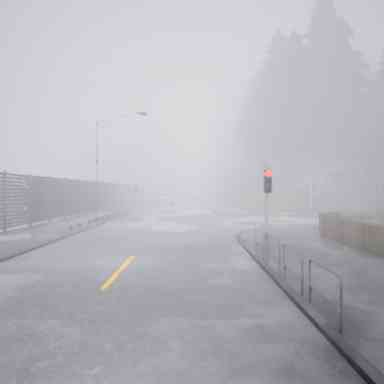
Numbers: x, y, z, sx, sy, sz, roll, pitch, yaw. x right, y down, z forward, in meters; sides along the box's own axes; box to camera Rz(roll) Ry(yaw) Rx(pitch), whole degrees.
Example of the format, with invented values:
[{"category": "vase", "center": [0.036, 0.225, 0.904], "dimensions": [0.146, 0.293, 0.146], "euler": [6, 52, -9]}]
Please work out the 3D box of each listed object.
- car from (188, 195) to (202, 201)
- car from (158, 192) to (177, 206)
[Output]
[{"category": "car", "center": [0.786, 1.329, 77.521], "dimensions": [1.812, 1.442, 4.674], "euler": [0, 0, 26]}, {"category": "car", "center": [-4.110, 1.090, 53.227], "dimensions": [2.150, 2.045, 5.566], "euler": [0, 0, 0]}]
